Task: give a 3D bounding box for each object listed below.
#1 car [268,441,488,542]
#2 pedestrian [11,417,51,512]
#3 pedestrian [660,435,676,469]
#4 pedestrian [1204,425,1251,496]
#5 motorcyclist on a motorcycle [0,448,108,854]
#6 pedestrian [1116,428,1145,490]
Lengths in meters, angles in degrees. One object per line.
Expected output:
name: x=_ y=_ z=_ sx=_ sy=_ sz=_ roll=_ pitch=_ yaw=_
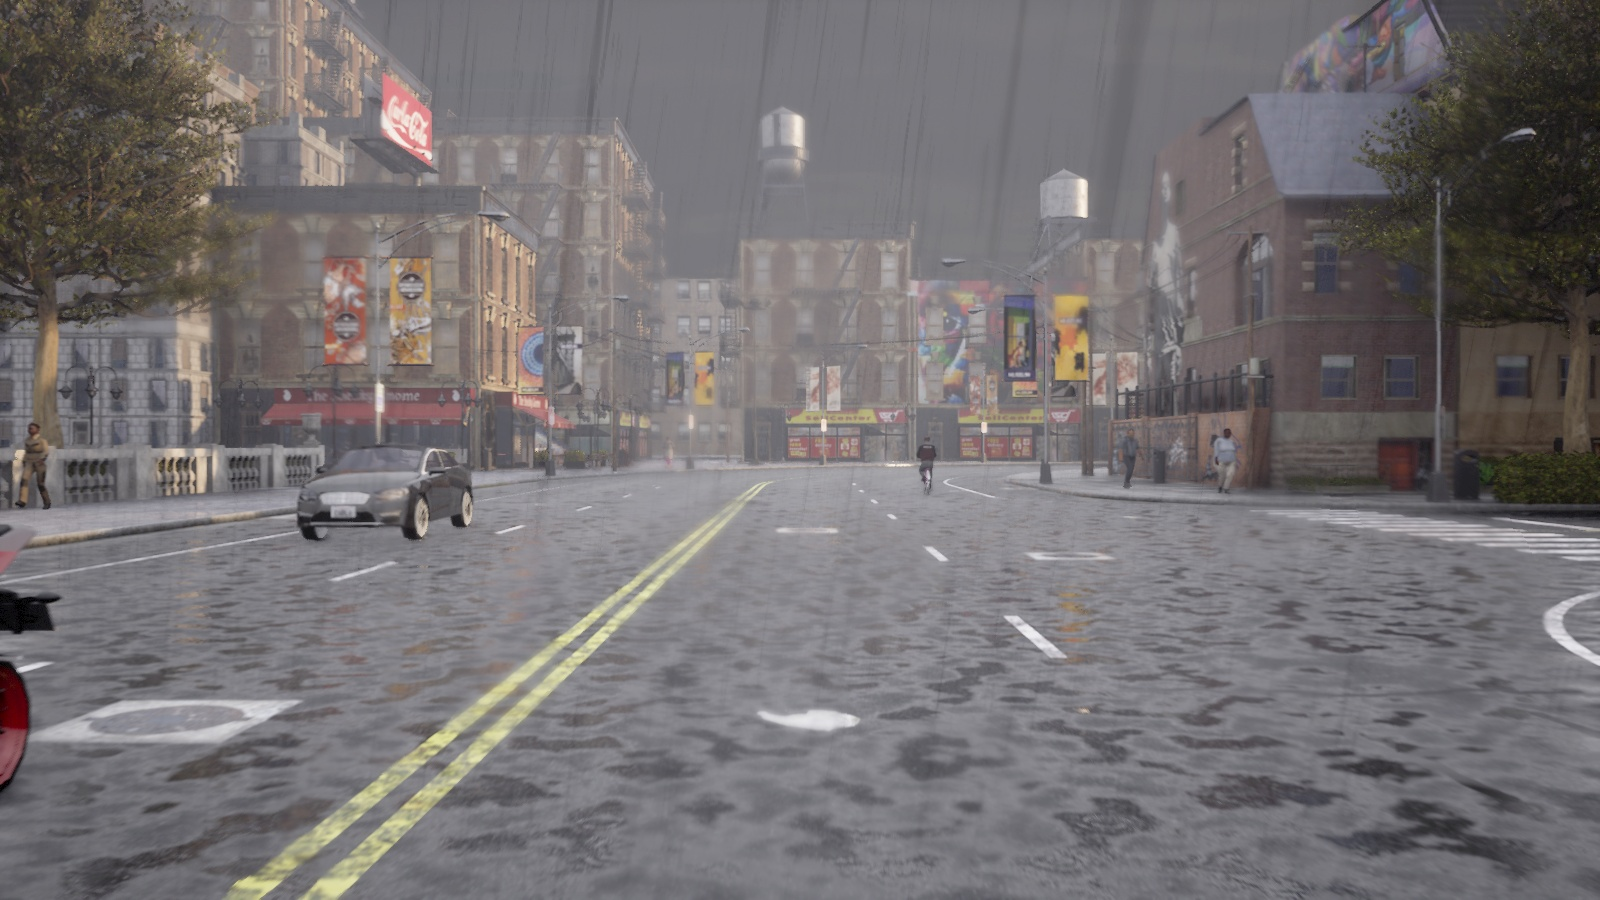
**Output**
car: x=-6.904 y=0.612 z=21.196 sx=2.128 sy=1.511 sz=4.902 roll=0 pitch=0 yaw=-1
pedestrian: x=-15.788 y=0.286 z=25.778 sx=0.396 sy=1.930 sz=0.692 roll=0 pitch=0 yaw=0
pedestrian: x=-7.716 y=0.101 z=73.291 sx=0.659 sy=1.952 sz=0.873 roll=0 pitch=0 yaw=17
pedestrian: x=11.307 y=0.278 z=33.242 sx=0.874 sy=1.855 sz=0.900 roll=0 pitch=0 yaw=-4
motorcyclist on a motorcycle: x=-3.458 y=0.761 z=4.386 sx=0.866 sy=1.530 sz=2.191 roll=0 pitch=0 yaw=0
pedestrian: x=9.851 y=0.260 z=37.472 sx=0.540 sy=1.848 sz=0.694 roll=0 pitch=0 yaw=-17
